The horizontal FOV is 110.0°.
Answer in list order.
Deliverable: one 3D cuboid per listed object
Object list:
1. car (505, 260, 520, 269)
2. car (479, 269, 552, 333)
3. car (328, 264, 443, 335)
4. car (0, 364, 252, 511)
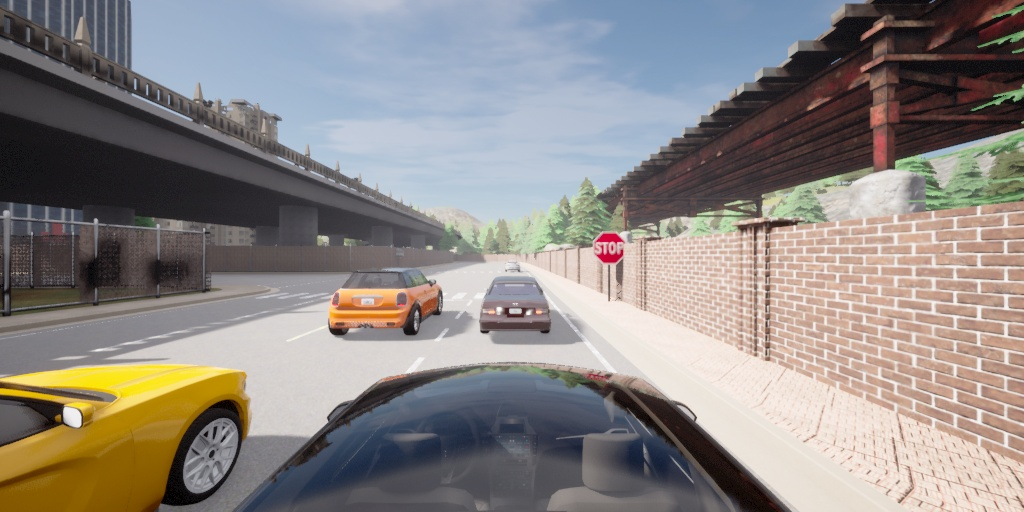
[{"bbox_3d":[0.074,1.275,45.516,1.812,1.442,4.674,0,0,-1],"label":"car"},{"bbox_3d":[0.076,1.297,10.647,2.033,1.411,5.357,0,0,0],"label":"car"},{"bbox_3d":[-3.425,1.102,10.623,2.097,1.767,4.553,0,0,0],"label":"car"},{"bbox_3d":[-3.398,1.228,1.366,1.882,1.535,5.008,0,0,0],"label":"car"}]
